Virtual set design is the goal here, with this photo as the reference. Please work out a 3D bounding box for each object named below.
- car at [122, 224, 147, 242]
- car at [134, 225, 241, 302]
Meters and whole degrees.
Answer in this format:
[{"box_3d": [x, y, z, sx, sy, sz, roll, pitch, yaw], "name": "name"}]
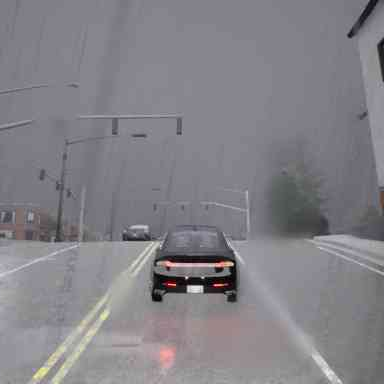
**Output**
[{"box_3d": [-3.605, 2.969, 23.216, 1.812, 1.442, 4.674, 0, -13, 0], "name": "car"}, {"box_3d": [0.073, 1.595, 8.511, 2.128, 1.511, 4.902, 0, -1, 0], "name": "car"}]
